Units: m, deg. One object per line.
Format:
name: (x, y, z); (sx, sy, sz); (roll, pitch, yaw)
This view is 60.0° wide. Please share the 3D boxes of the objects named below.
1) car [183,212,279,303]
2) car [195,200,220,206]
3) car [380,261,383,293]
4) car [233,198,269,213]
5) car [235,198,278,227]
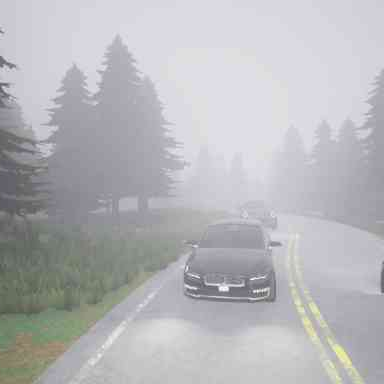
car: (1.101, 1.496, 8.420); (1.837, 1.490, 4.892); (-1, 0, 13)
car: (1.975, 1.798, 44.866); (1.812, 1.442, 4.674); (3, -5, -35)
car: (4.499, 1.308, 4.646); (2.097, 1.767, 4.553); (-1, 0, 8)
car: (6.247, 1.410, 35.736); (1.837, 1.490, 4.892); (2, -1, -15)
car: (3.963, 1.267, 20.773); (2.097, 1.767, 4.553); (-1, 0, 4)
